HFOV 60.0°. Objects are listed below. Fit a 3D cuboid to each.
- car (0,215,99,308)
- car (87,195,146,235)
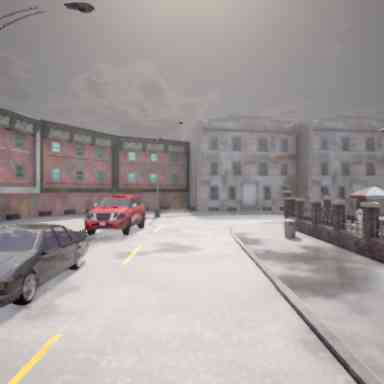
[{"bbox_3d":[-4.131,1.537,8.278,2.033,1.411,5.357,0,0,-1],"label":"car"},{"bbox_3d":[-4.139,1.199,18.992,2.150,2.045,5.566,0,0,5],"label":"car"}]
